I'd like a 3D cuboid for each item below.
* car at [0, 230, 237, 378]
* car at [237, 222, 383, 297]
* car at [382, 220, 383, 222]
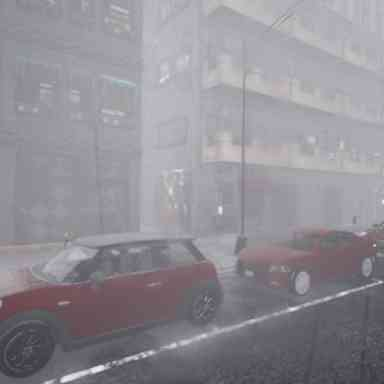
[{"bbox_3d":[-1.505,1.456,5.477,4.097,1.590,1.967,1,0,-36],"label":"car"},{"bbox_3d":[3.124,1.609,8.782,4.507,1.381,1.887,1,0,-35],"label":"car"},{"bbox_3d":[7.757,1.553,12.085,4.097,1.590,1.967,1,0,-35],"label":"car"}]
